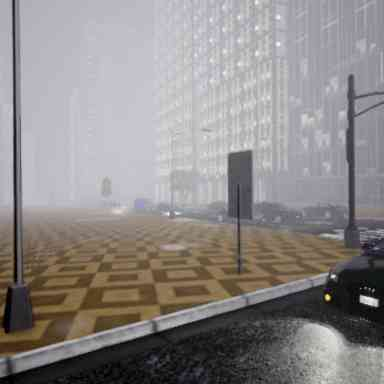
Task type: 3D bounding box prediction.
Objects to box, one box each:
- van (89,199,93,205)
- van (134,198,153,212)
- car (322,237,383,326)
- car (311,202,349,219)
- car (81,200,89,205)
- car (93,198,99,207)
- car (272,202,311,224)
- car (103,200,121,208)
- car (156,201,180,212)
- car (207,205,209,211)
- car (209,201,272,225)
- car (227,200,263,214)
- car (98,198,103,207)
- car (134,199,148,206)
[{"bbox_3d":[-21.358,2.265,74.660,1.690,1.788,3.998,-2,0,-26],"label":"van"},{"bbox_3d":[-6.502,1.714,44.361,1.690,1.788,3.998,-2,0,-26],"label":"van"},{"bbox_3d":[4.355,1.466,6.248,4.181,1.385,1.994,-1,1,-35],"label":"car"},{"bbox_3d":[10.933,1.497,27.849,2.008,1.369,4.403,-2,0,-26],"label":"car"},{"bbox_3d":[-26.304,2.658,84.759,1.887,1.381,4.507,-2,0,-26],"label":"car"},{"bbox_3d":[-18.876,2.375,69.610,1.887,1.381,4.507,-2,0,-26],"label":"car"},{"bbox_3d":[6.042,1.467,24.697,1.882,1.535,5.008,-1,-1,-26],"label":"car"},{"bbox_3d":[-13.924,2.195,59.510,2.008,1.369,4.403,-2,0,-26],"label":"car"},{"bbox_3d":[-3.157,1.877,43.492,1.994,1.385,4.181,-1,-1,-26],"label":"car"},{"bbox_3d":[3.505,1.772,43.000,1.947,1.339,4.313,-2,0,-26],"label":"car"},{"bbox_3d":[3.410,1.575,24.159,2.008,1.369,4.403,-2,0,-26],"label":"car"},{"bbox_3d":[5.981,1.685,37.950,1.947,1.339,4.313,-2,0,-26],"label":"car"},{"bbox_3d":[-16.326,2.260,64.408,1.752,1.417,4.829,-2,0,-26],"label":"car"},{"bbox_3d":[-11.352,2.334,73.301,1.802,1.307,4.206,-2,0,-26],"label":"car"}]
